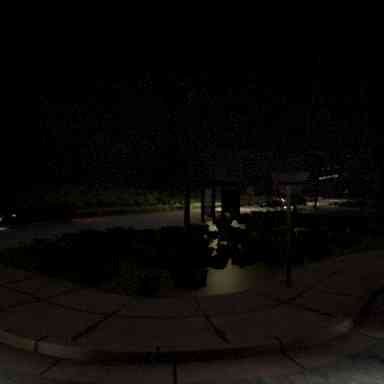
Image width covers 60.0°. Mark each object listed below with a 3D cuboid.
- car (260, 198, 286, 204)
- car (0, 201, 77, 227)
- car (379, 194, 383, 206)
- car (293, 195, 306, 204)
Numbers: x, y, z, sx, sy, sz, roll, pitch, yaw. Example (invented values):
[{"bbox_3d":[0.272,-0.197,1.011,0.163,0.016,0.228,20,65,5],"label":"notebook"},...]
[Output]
[{"bbox_3d":[10.616,1.471,44.289,1.994,1.385,4.181,0,0,36],"label":"car"},{"bbox_3d":[-10.006,1.378,21.927,2.128,1.511,4.902,0,0,36],"label":"car"},{"bbox_3d":[21.484,1.214,32.674,5.566,2.045,2.150,0,0,36],"label":"car"},{"bbox_3d":[16.358,1.259,52.338,2.097,1.767,4.553,0,0,36],"label":"car"}]
